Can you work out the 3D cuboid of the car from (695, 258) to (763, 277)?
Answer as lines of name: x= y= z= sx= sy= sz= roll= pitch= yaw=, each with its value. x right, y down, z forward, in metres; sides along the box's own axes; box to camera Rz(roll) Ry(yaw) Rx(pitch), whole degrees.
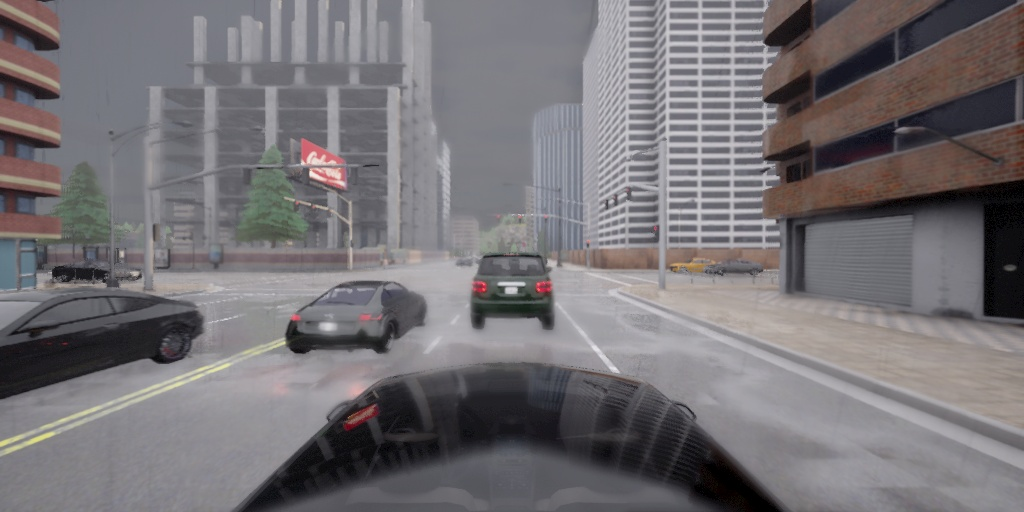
car: x=19.467 y=1.022 z=31.758 sx=4.902 sy=1.511 sz=2.128 roll=0 pitch=0 yaw=0

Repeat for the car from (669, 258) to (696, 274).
car: x=18.046 y=0.982 z=35.257 sx=5.008 sy=1.535 sz=1.882 roll=0 pitch=0 yaw=0

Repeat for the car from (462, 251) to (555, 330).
car: x=0.090 y=0.899 z=11.033 sx=2.150 sy=2.045 sz=5.566 roll=0 pitch=0 yaw=2

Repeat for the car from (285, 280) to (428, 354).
car: x=-3.383 y=1.262 z=8.639 sx=1.994 sy=1.385 sz=4.181 roll=0 pitch=0 yaw=0

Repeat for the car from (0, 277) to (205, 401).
car: x=-7.053 y=1.247 z=5.283 sx=1.812 sy=1.442 sz=4.674 roll=0 pitch=0 yaw=0

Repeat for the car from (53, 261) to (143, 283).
car: x=-28.197 y=1.065 z=24.510 sx=4.902 sy=1.511 sz=2.128 roll=0 pitch=0 yaw=0

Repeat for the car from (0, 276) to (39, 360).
car: x=-10.559 y=1.202 z=4.762 sx=1.882 sy=1.535 sz=5.008 roll=0 pitch=1 yaw=1

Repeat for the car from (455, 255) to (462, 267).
car: x=-6.865 y=0.938 z=51.974 sx=1.994 sy=1.385 sz=4.181 roll=0 pitch=0 yaw=1

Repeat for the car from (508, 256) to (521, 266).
car: x=0.347 y=0.800 z=61.038 sx=2.128 sy=1.511 sz=4.902 roll=0 pitch=0 yaw=0
